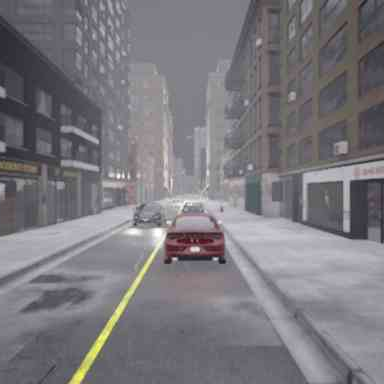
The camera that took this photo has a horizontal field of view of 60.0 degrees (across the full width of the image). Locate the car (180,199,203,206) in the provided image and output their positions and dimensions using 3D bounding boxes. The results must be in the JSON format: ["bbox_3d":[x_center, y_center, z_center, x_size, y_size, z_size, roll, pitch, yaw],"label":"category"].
[{"bbox_3d":[0.097,1.577,30.723,1.895,1.301,4.718,0,0,0],"label":"car"}]

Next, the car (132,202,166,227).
[{"bbox_3d":[-2.851,1.489,22.818,1.837,1.490,4.892,0,0,0],"label":"car"}]

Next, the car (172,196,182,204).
[{"bbox_3d":[-2.772,1.456,63.813,1.812,1.442,4.674,0,0,0],"label":"car"}]

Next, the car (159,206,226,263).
[{"bbox_3d":[0.095,1.471,11.903,1.882,1.535,5.008,0,0,0],"label":"car"}]
